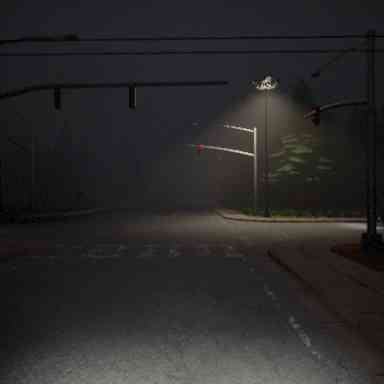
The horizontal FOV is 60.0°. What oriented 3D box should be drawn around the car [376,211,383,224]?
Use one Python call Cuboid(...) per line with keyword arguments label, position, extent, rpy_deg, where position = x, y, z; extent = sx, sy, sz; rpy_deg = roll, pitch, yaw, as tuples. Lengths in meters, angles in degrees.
Cuboid(label="car", position=(14.896, 1.503, 22.120), extent=(4.892, 1.490, 1.837), rpy_deg=(0, 0, 1))
